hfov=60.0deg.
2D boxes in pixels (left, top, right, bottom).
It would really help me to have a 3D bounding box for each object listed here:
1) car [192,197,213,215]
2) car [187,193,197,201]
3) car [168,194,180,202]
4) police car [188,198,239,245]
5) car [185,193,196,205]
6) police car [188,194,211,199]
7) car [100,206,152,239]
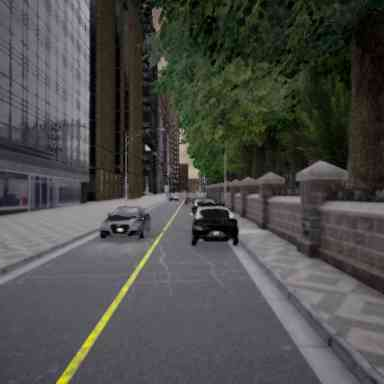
[{"bbox_3d":[0.897,1.238,30.777,1.812,1.442,4.674,0,1,0],"label":"car"},{"bbox_3d":[-0.007,0.915,67.019,1.812,1.442,4.674,0,0,0],"label":"car"},{"bbox_3d":[-3.046,1.024,57.606,2.033,1.411,5.357,0,0,1],"label":"car"},{"bbox_3d":[0.898,1.287,14.882,1.930,1.638,5.238,0,1,0],"label":"police car"},{"bbox_3d":[0.000,0.898,49.383,2.097,1.767,4.553,0,0,0],"label":"car"},{"bbox_3d":[0.897,1.192,24.885,1.930,1.638,5.238,0,1,0],"label":"police car"},{"bbox_3d":[-3.100,1.412,16.273,1.994,1.385,4.181,0,1,0],"label":"car"}]
